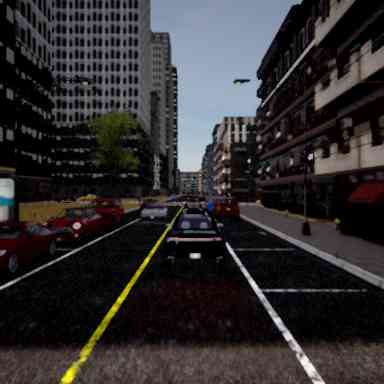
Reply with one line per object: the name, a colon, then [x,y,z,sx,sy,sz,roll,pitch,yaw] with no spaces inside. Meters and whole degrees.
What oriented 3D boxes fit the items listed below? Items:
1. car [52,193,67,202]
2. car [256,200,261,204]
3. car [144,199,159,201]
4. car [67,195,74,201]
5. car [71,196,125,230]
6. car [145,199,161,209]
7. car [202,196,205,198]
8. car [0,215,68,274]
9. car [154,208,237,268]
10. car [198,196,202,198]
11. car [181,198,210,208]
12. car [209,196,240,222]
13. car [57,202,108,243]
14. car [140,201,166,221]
car: [-27.356,0.979,63.647,5.009,1.841,2.192,1,-1,-1]
car: [16.043,1.918,72.505,4.097,1.590,1.967,1,-1,-1]
car: [-5.683,1.657,43.811,1.947,1.339,4.313,0,0,0]
car: [-27.462,1.223,72.022,4.313,1.339,1.947,1,-1,-1]
car: [-5.688,1.358,21.607,2.192,1.841,5.009,0,0,0]
car: [-5.682,1.669,49.057,1.947,1.339,4.313,0,0,0]
car: [2.697,1.532,43.810,1.967,1.590,4.097,0,0,0]
car: [-5.690,1.602,10.505,1.802,1.307,4.206,0,0,0]
car: [0.095,1.513,11.393,2.128,1.511,4.902,0,0,0]
car: [2.707,1.766,88.700,1.947,1.339,4.313,0,0,0]
car: [0.099,1.546,27.206,2.128,1.511,4.902,0,0,0]
car: [2.693,1.370,27.158,2.192,1.841,5.009,0,0,0]
car: [-5.689,1.471,16.056,1.967,1.590,4.097,0,0,0]
car: [-3.094,1.657,28.010,1.895,1.301,4.718,0,0,0]
